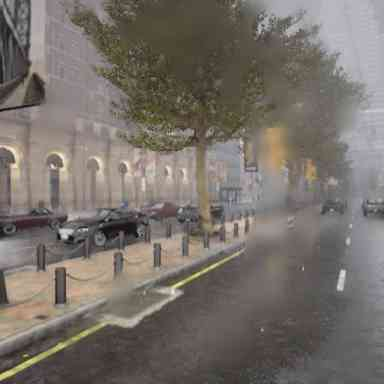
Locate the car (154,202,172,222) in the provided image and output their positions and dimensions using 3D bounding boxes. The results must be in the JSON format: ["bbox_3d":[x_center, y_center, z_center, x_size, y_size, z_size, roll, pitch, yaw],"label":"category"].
[{"bbox_3d":[-2.437,1.481,25.705,1.812,1.442,4.674,0,0,27],"label":"car"}]

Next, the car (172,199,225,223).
[{"bbox_3d":[0.738,1.302,24.383,2.097,1.767,4.553,0,0,27],"label":"car"}]

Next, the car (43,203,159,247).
[{"bbox_3d":[-3.869,1.472,15.136,2.128,1.511,4.902,0,0,26],"label":"car"}]

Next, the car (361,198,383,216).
[{"bbox_3d":[16.808,1.389,30.621,2.128,1.511,4.902,0,0,27],"label":"car"}]

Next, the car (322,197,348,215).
[{"bbox_3d":[14.025,1.405,32.872,1.837,1.490,4.892,0,0,27],"label":"car"}]

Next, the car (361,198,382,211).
[{"bbox_3d":[21.298,1.417,39.648,2.033,1.411,5.357,0,0,27],"label":"car"}]

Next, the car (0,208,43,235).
[{"bbox_3d":[-9.456,1.581,18.837,1.895,1.301,4.718,0,0,26],"label":"car"}]
